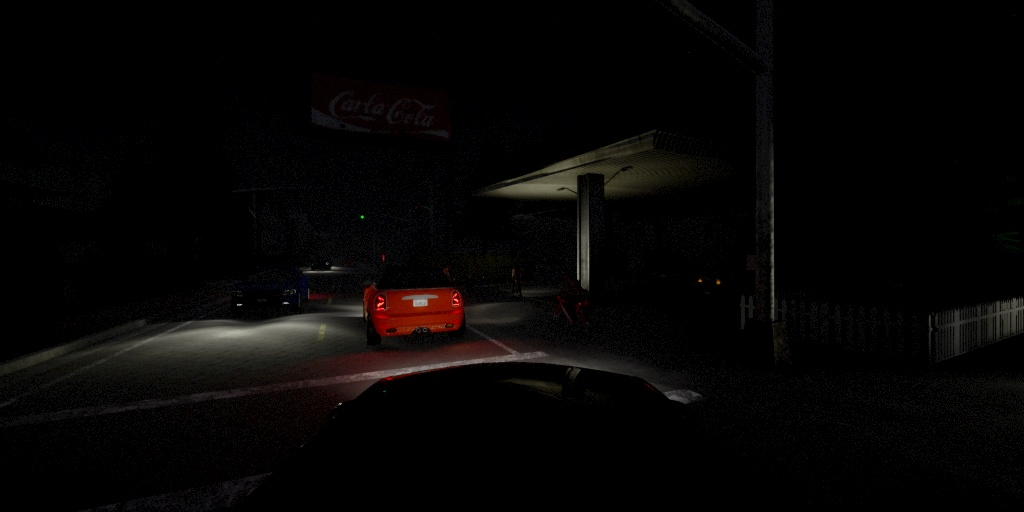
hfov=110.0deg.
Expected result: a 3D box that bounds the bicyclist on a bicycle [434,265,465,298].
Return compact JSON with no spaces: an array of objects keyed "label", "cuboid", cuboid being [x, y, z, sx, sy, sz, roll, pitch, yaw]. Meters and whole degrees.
[{"label":"bicyclist on a bicycle","cuboid":[-3.117,1.235,16.490,1.656,1.620,0.582,1,0,35]}]

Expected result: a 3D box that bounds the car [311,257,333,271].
[{"label":"car","cuboid":[-24.746,0.967,46.478,2.097,1.767,4.553,0,0,-25]}]

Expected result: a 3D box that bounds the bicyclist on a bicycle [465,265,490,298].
[{"label":"bicyclist on a bicycle","cuboid":[-1.853,1.265,17.912,1.656,1.620,0.582,1,0,-23]}]

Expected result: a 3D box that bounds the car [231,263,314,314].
[{"label":"car","cuboid":[-8.880,1.146,13.525,1.882,1.535,5.008,1,-1,-25]}]

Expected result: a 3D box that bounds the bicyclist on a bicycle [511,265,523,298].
[{"label":"bicyclist on a bicycle","cuboid":[0.252,1.270,18.092,0.582,1.620,1.656,0,0,14]}]

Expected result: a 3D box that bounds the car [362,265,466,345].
[{"label":"car","cuboid":[-2.779,1.001,9.478,2.097,1.767,4.553,0,0,-24]}]

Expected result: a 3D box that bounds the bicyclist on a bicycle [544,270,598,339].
[{"label":"bicyclist on a bicycle","cuboid":[1.450,1.180,8.915,0.582,1.620,1.656,3,-2,-44]}]
